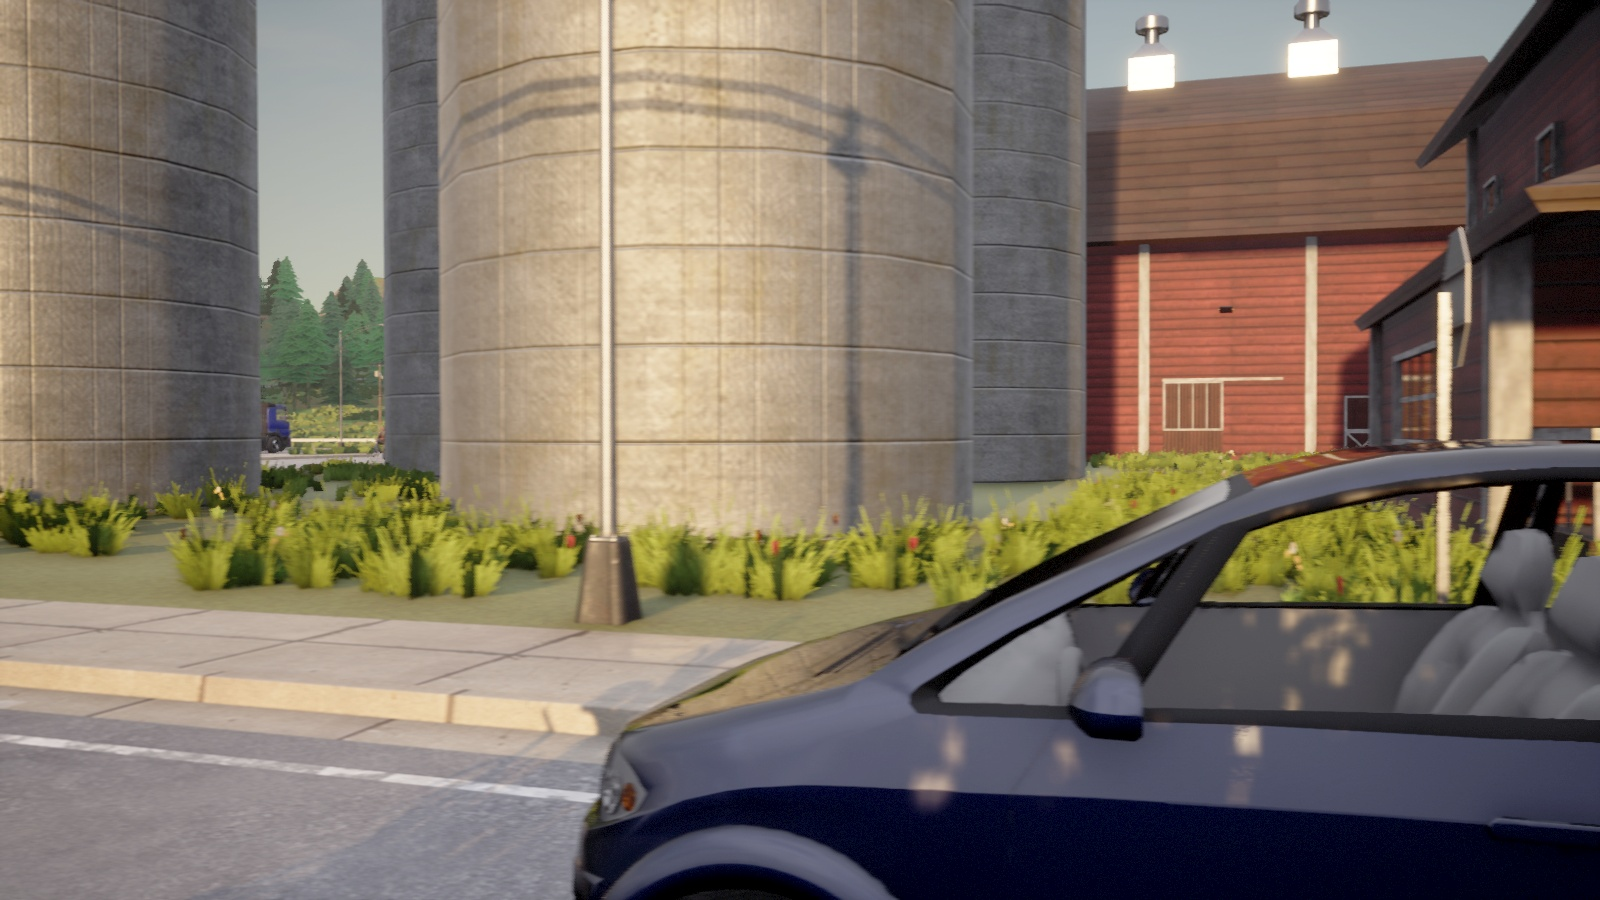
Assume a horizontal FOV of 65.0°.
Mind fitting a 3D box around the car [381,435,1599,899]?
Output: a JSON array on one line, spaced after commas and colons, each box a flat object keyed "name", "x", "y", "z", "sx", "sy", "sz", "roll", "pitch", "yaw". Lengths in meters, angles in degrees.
[{"name": "car", "x": 1.203, "y": 0.767, "z": 2.781, "sx": 3.705, "sy": 1.549, "sz": 1.789, "roll": 1, "pitch": 1, "yaw": 18}]

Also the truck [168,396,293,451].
[{"name": "truck", "x": -37.407, "y": -1.729, "z": 82.865, "sx": 2.891, "sy": 3.462, "sz": 7.936, "roll": 1, "pitch": 1, "yaw": 18}]
